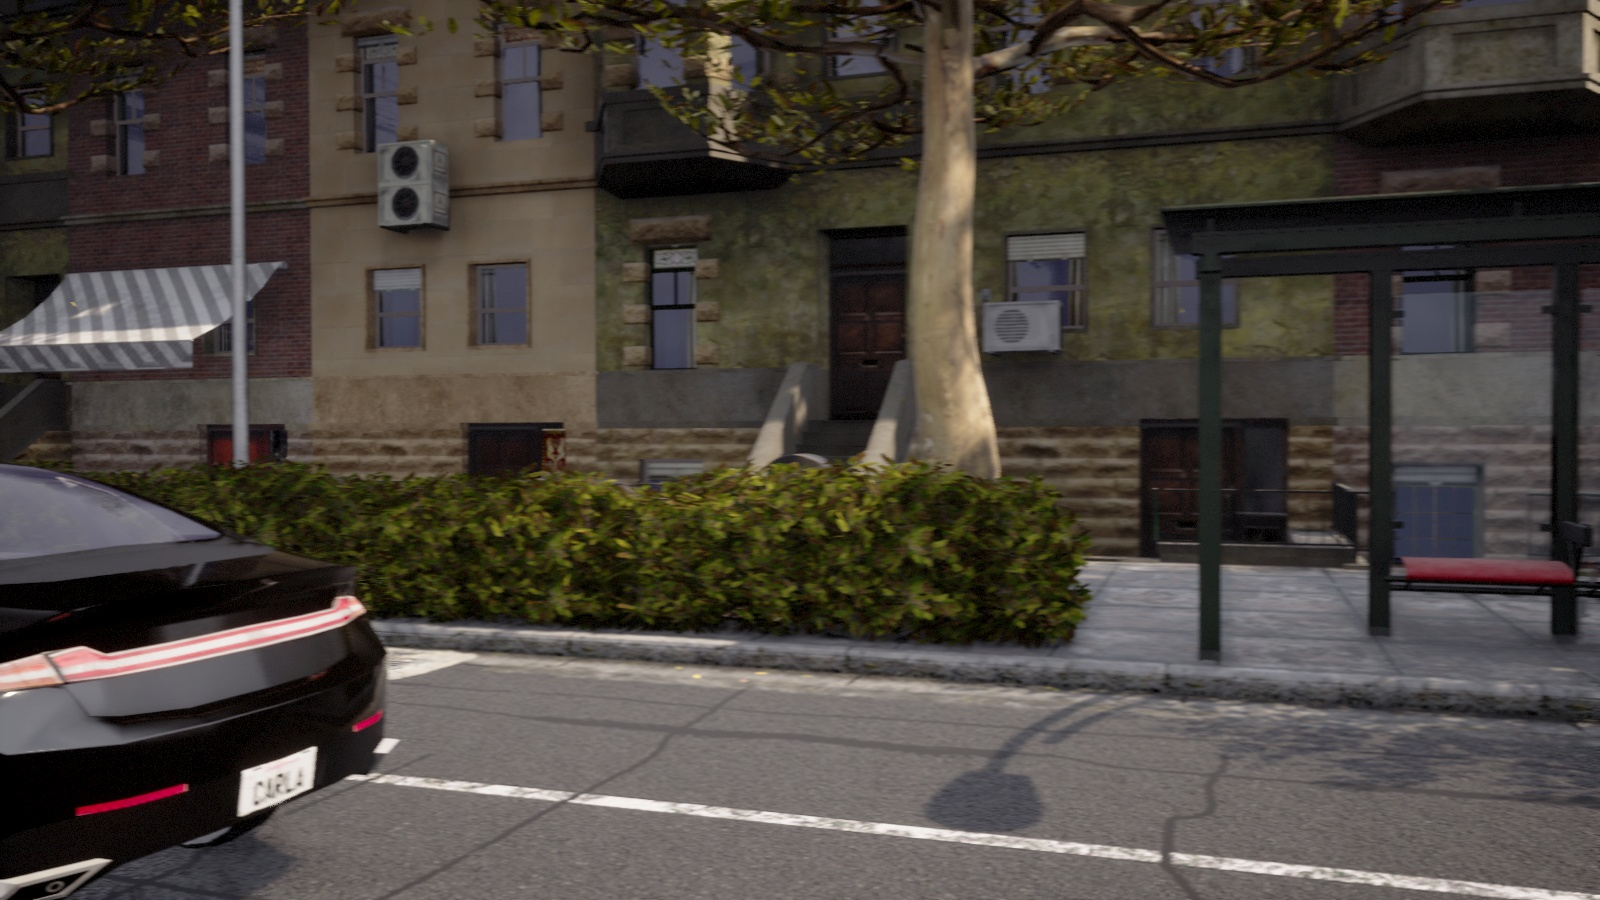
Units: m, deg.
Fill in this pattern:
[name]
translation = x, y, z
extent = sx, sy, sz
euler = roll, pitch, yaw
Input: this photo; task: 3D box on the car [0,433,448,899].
[car]
translation = -4.000, 0.695, 4.538
extent = 4.902, 1.511, 2.128
euler = 1, 1, 19
